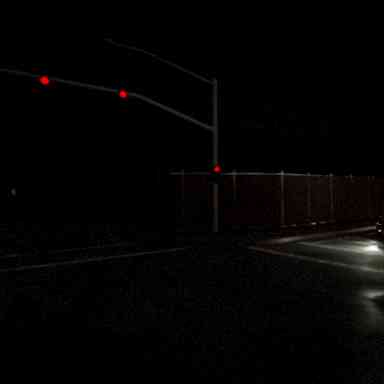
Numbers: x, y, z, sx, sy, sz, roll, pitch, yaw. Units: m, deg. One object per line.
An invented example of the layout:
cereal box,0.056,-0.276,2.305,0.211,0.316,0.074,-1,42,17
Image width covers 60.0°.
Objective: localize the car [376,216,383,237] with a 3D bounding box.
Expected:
car,10.768,1.342,15.962,5.008,1.535,1.882,0,0,-35
